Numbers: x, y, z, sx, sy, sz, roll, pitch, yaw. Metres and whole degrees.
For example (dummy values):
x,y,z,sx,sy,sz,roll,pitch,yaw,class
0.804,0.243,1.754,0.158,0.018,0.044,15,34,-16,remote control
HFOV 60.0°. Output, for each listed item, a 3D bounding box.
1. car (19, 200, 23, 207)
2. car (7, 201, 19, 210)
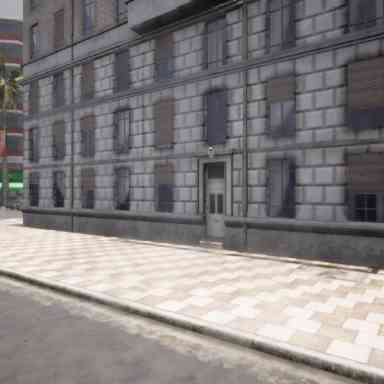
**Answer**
x,y,z,sx,sy,sz,roll,pitch,yaw,class
-17.725,1.526,40.103,1.812,1.442,4.674,0,0,36,car
-20.821,1.564,41.787,1.994,1.385,4.181,0,0,36,car
